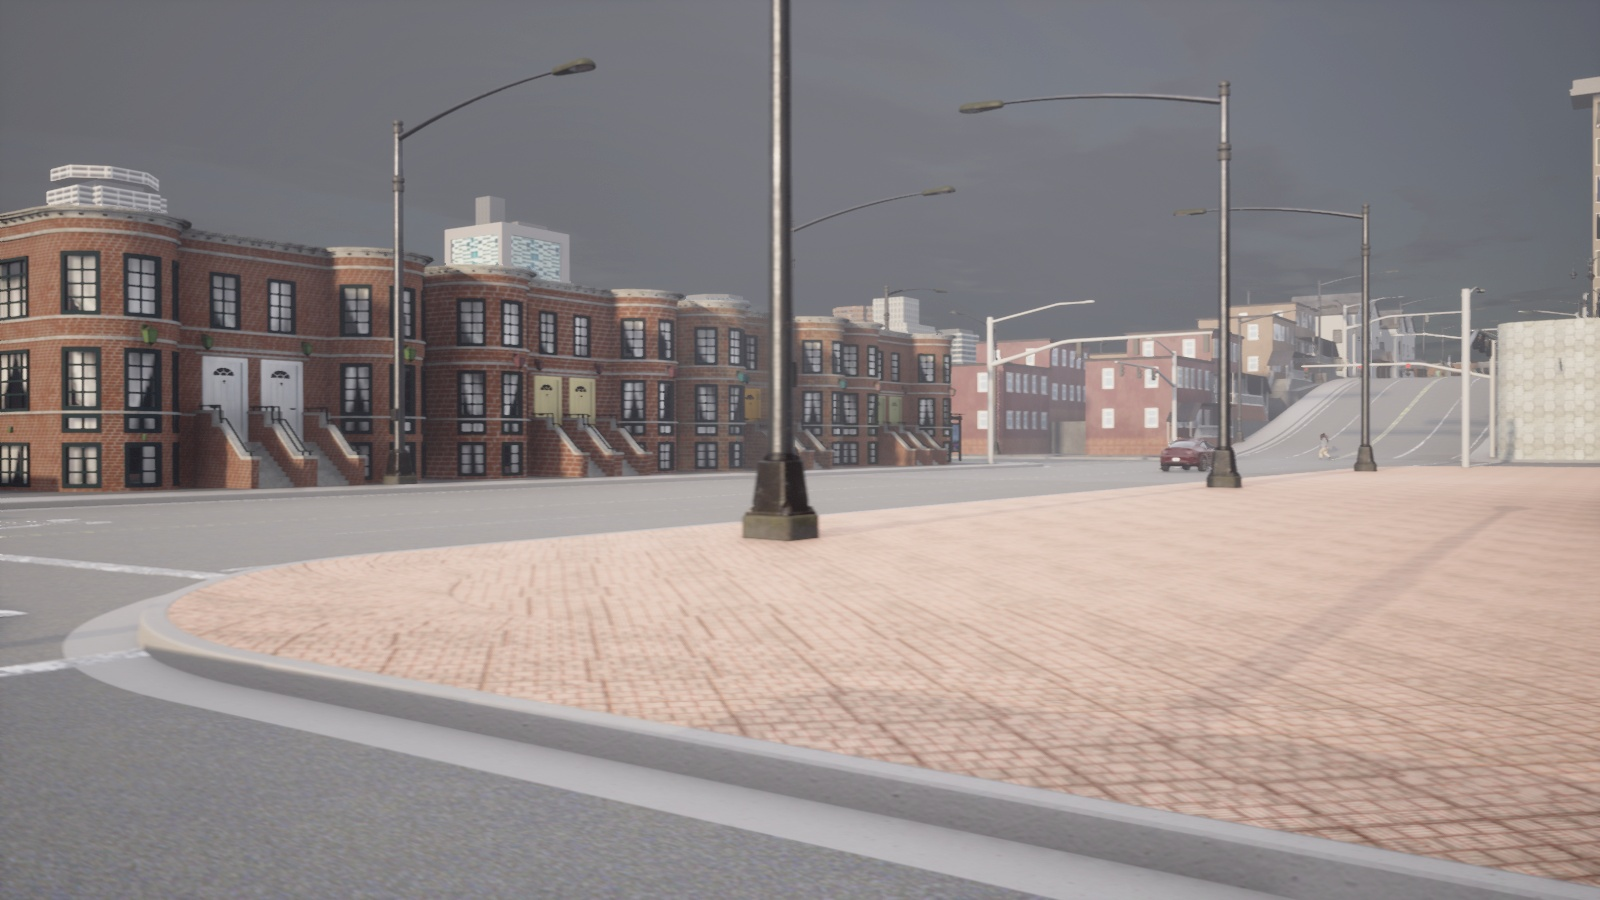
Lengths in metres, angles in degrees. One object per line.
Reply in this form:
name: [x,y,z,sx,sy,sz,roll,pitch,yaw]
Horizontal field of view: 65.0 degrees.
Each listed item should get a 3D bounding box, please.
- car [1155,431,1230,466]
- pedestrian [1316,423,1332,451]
car: [17.450,-0.092,55.658,1.812,1.442,4.674,-1,0,35]
pedestrian: [34.875,-0.861,83.539,0.900,1.855,0.874,-1,0,26]
